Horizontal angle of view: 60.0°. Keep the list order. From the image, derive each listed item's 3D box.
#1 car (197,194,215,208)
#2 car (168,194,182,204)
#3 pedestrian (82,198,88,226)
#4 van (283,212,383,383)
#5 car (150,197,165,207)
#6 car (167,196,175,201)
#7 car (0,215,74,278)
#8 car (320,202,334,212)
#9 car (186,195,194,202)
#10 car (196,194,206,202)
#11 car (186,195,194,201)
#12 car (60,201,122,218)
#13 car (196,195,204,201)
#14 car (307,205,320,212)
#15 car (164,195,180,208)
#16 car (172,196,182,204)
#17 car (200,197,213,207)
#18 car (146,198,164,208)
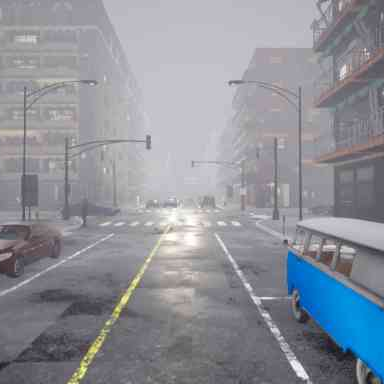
[{"bbox_3d":[2.320,1.353,48.297,2.192,1.841,5.009,1,0,0],"label":"car"},{"bbox_3d":[-3.148,1.576,58.343,1.812,1.442,4.674,0,0,0],"label":"car"},{"bbox_3d":[-7.036,1.310,21.876,0.375,1.860,0.375,1,-1,0],"label":"pedestrian"},{"bbox_3d":[2.529,1.343,4.585,1.690,1.788,3.998,1,0,0],"label":"van"},{"bbox_3d":[-5.595,1.610,53.768,1.947,1.339,4.313,1,0,0],"label":"car"},{"bbox_3d":[-5.813,1.718,92.531,1.752,1.417,4.829,1,0,0],"label":"car"},{"bbox_3d":[-5.354,1.588,10.127,1.802,1.307,4.206,1,0,0],"label":"car"},{"bbox_3d":[13.591,1.452,28.077,4.403,1.369,2.008,0,-1,0],"label":"car"},{"bbox_3d":[-0.431,1.658,78.282,1.994,1.385,4.181,0,0,0],"label":"car"},{"bbox_3d":[2.131,1.444,81.655,2.192,1.841,5.009,1,0,0],"label":"car"},{"bbox_3d":[-0.486,1.538,88.291,2.033,1.411,5.357,0,0,0],"label":"car"},{"bbox_3d":[-8.972,1.548,29.616,5.357,1.411,2.033,0,-1,15],"label":"car"},{"bbox_3d":[2.098,1.601,87.218,1.967,1.590,4.097,1,0,0],"label":"car"},{"bbox_3d":[14.172,1.617,33.493,4.718,1.301,1.895,0,-1,-3],"label":"car"},{"bbox_3d":[-3.110,1.602,48.453,1.994,1.385,4.181,0,0,-1],"label":"car"},{"bbox_3d":[-3.136,1.602,68.545,1.812,1.442,4.674,0,0,0],"label":"car"},{"bbox_3d":[2.284,1.569,54.026,1.752,1.417,4.829,1,0,0],"label":"car"},{"bbox_3d":[-5.565,1.604,48.207,1.947,1.339,4.313,1,0,0],"label":"car"}]
